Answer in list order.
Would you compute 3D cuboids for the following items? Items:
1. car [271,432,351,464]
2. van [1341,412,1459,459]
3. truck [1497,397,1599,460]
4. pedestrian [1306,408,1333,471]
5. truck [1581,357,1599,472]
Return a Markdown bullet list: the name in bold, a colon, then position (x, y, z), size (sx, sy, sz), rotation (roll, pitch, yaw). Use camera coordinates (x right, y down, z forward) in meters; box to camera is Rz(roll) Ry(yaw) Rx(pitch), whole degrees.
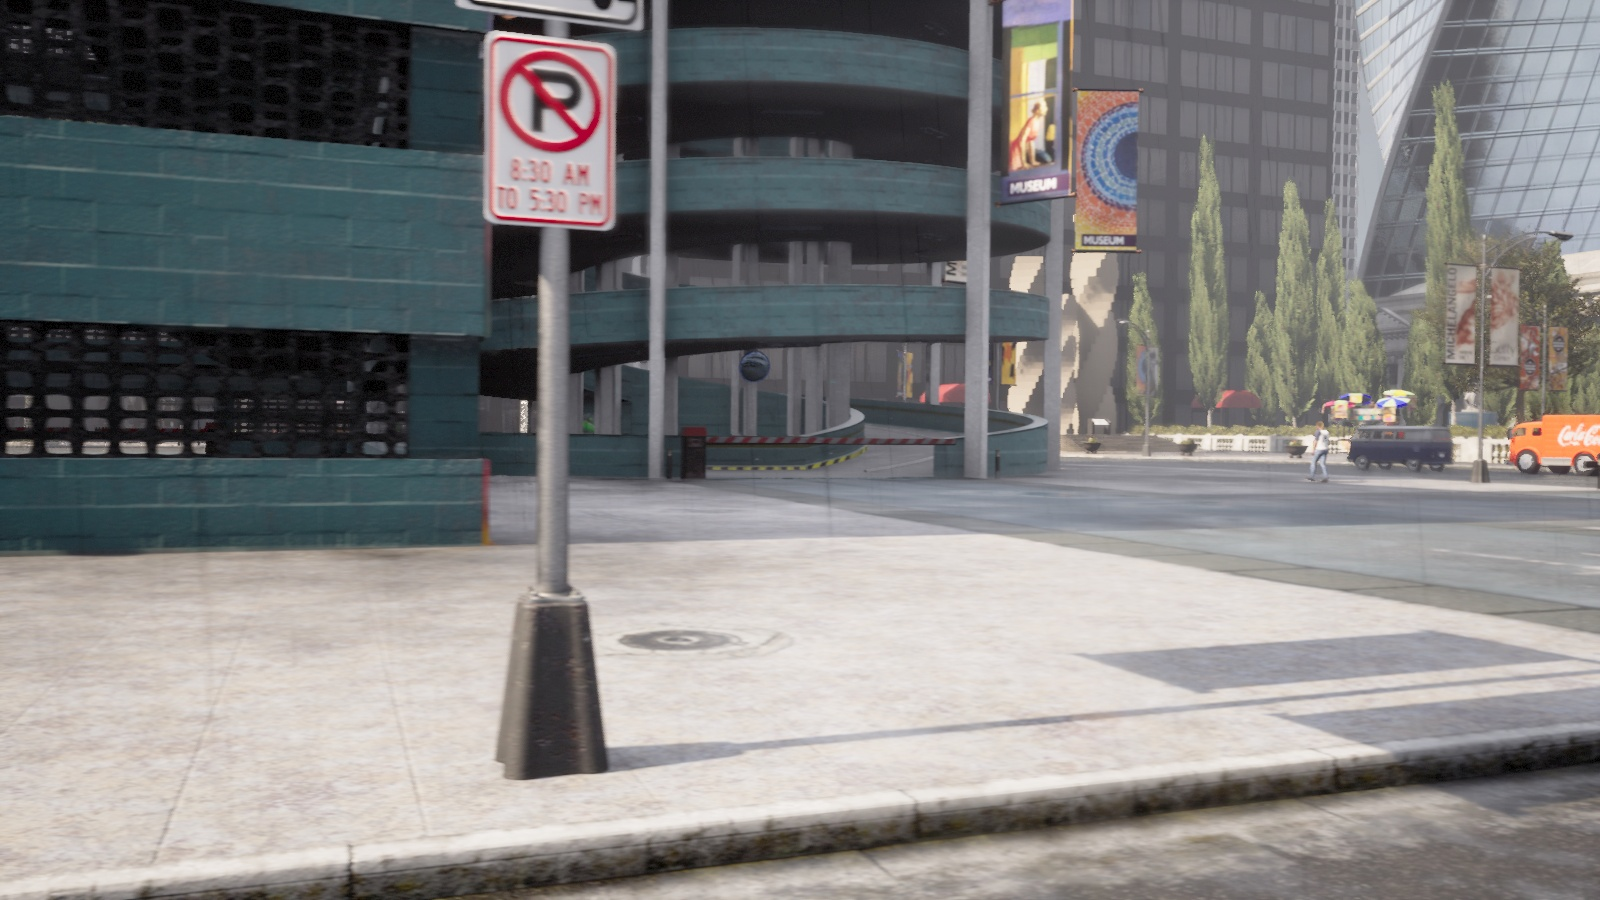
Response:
- **car**: position (-26.747, -0.128, 68.777), size (3.988, 1.617, 1.851), rotation (-1, 1, -21)
- **van**: position (26.154, -0.637, 54.887), size (1.775, 1.987, 4.442), rotation (-1, 1, -28)
- **truck**: position (31.736, -0.881, 51.323), size (2.627, 2.467, 5.204), rotation (-1, 1, -21)
- **pedestrian**: position (15.263, -0.318, 36.901), size (0.354, 1.836, 0.706), rotation (-1, 1, -22)
- **truck**: position (26.610, -1.055, 35.172), size (2.891, 3.462, 7.936), rotation (-1, 1, -21)
